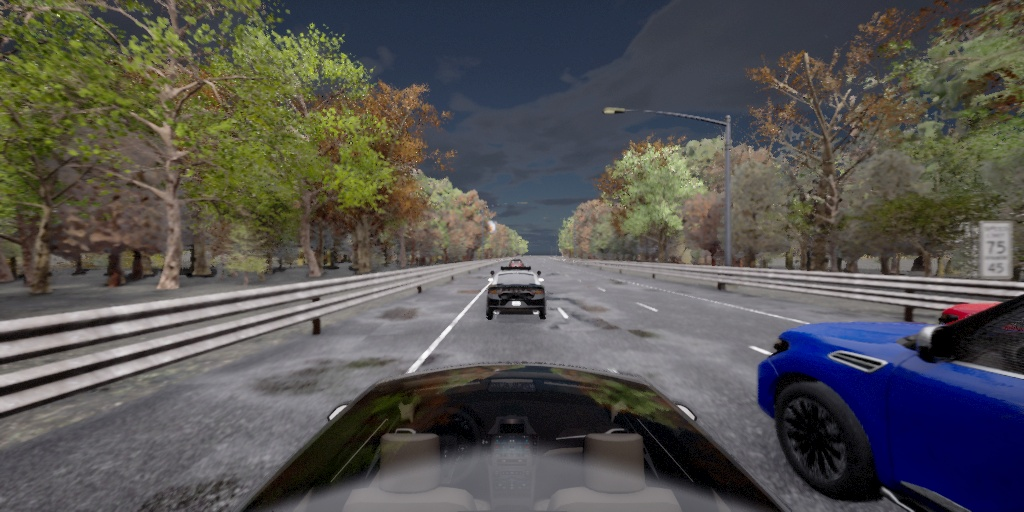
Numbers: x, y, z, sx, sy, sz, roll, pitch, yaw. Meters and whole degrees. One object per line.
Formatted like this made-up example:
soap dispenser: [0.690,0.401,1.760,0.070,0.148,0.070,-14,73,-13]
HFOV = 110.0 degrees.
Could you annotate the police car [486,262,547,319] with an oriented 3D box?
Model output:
police car: [0.138,1.174,13.014,1.930,1.638,5.238,0,0,0]

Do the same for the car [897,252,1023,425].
car: [7.103,0.974,2.837,2.150,2.045,5.566,0,0,0]

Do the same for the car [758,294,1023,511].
car: [3.603,0.972,1.301,2.150,2.045,5.566,0,0,0]

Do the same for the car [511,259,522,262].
car: [0.551,1.175,44.587,2.033,1.649,4.856,0,0,1]
